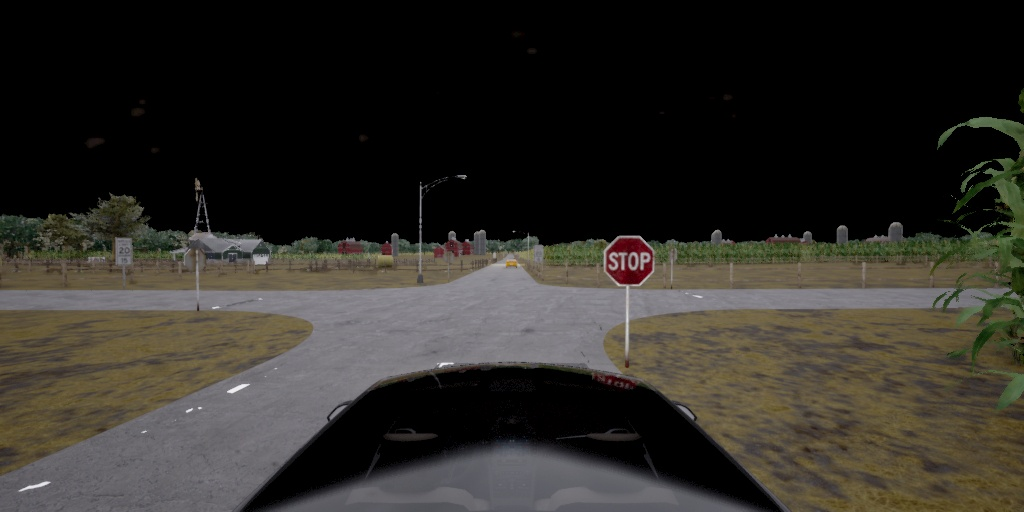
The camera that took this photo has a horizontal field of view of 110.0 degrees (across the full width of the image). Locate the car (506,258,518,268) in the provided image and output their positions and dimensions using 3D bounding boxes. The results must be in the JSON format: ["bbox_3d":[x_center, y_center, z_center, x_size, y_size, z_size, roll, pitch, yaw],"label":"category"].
[{"bbox_3d":[-0.062,1.225,61.451,1.882,1.535,5.008,0,0,0],"label":"car"}]
